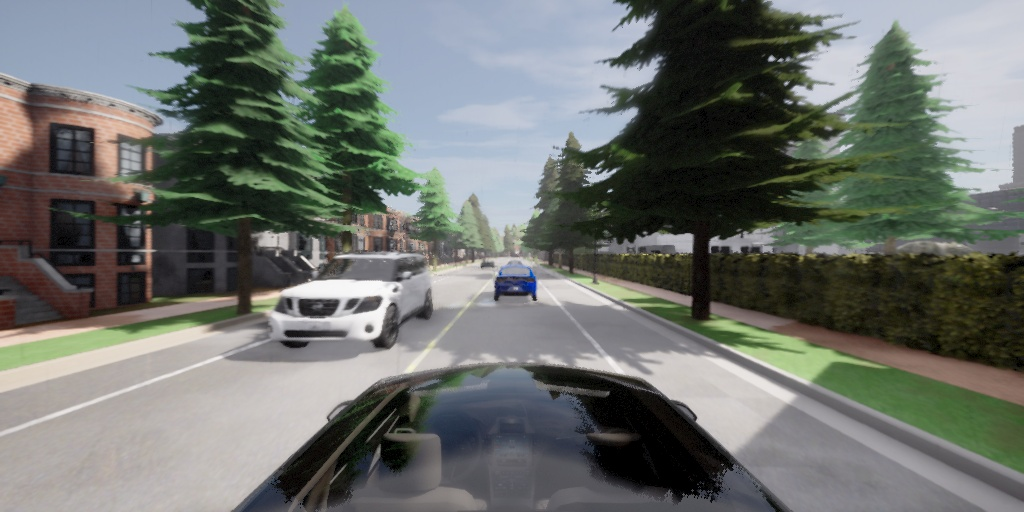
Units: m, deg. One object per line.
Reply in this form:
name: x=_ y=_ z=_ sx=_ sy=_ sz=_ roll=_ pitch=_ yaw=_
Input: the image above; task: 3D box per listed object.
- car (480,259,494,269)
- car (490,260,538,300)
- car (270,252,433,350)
car: x=-3.330 y=1.079 z=49.751 sx=1.895 sy=1.301 sz=4.718 roll=0 pitch=0 yaw=1
car: x=0.167 y=1.147 z=17.125 sx=1.882 sy=1.535 sz=5.008 roll=0 pitch=0 yaw=0
car: x=-3.571 y=0.911 z=9.275 sx=2.150 sy=2.045 sz=5.566 roll=0 pitch=0 yaw=0
